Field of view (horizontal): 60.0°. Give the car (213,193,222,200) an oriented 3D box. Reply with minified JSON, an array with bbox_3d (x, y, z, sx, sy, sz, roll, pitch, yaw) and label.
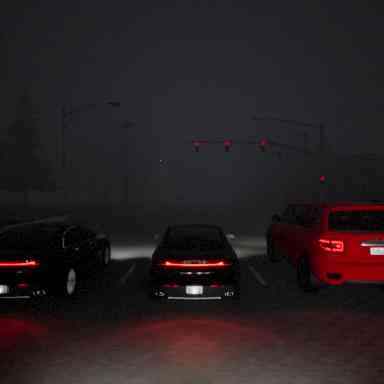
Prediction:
[{"bbox_3d":[7.011,1.186,91.860,2.097,1.767,4.553,0,0,0],"label":"car"}]

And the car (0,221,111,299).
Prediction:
[{"bbox_3d":[-3.437,1.505,8.420,1.837,1.490,4.892,0,0,0],"label":"car"}]

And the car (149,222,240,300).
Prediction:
[{"bbox_3d":[0.063,1.505,8.367,1.837,1.490,4.892,0,0,0],"label":"car"}]

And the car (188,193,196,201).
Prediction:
[{"bbox_3d":[0.010,1.515,81.471,2.128,1.511,4.902,0,0,0],"label":"car"}]

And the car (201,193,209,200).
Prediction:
[{"bbox_3d":[3.511,1.186,91.861,2.097,1.767,4.553,0,0,0],"label":"car"}]

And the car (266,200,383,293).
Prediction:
[{"bbox_3d":[3.567,1.221,9.015,2.150,2.045,5.566,0,0,0],"label":"car"}]

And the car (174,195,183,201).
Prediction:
[{"bbox_3d":[-3.490,1.515,81.888,1.812,1.442,4.674,0,0,0],"label":"car"}]

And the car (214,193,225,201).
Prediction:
[{"bbox_3d":[7.010,1.490,81.470,1.837,1.490,4.892,0,0,0],"label":"car"}]

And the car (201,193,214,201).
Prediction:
[{"bbox_3d":[3.510,1.346,81.857,2.097,1.767,4.553,0,0,0],"label":"car"}]

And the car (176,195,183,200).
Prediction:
[{"bbox_3d":[-3.489,1.426,91.922,1.895,1.301,4.718,0,0,0],"label":"car"}]
